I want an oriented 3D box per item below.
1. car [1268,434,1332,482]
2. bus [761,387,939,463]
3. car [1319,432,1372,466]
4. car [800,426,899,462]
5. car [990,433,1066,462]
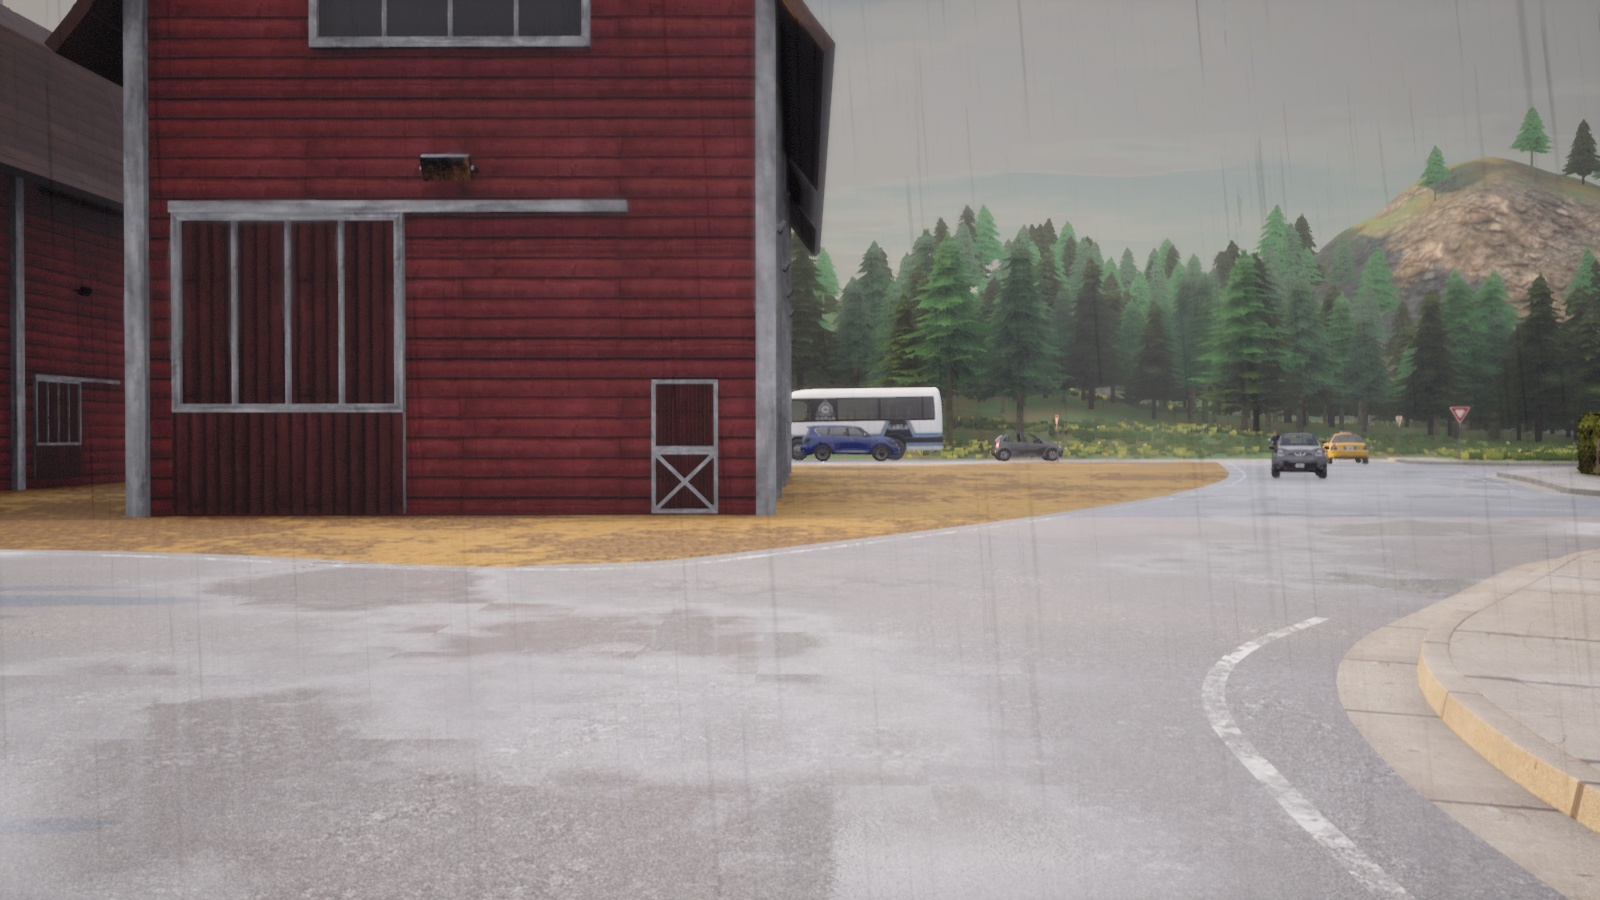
[{"bbox_3d":[16.560,0.228,41.722,1.845,1.501,3.633,0,1,20],"label":"car"},{"bbox_3d":[2.937,-1.479,74.862,10.273,4.253,3.944,-1,1,1],"label":"bus"},{"bbox_3d":[26.128,-0.088,60.268,1.801,1.575,5.366,0,1,18],"label":"car"},{"bbox_3d":[2.793,-0.349,71.373,5.566,2.045,2.150,0,1,1],"label":"car"},{"bbox_3d":[12.896,-0.161,71.225,3.988,1.617,1.851,0,1,1],"label":"car"}]
